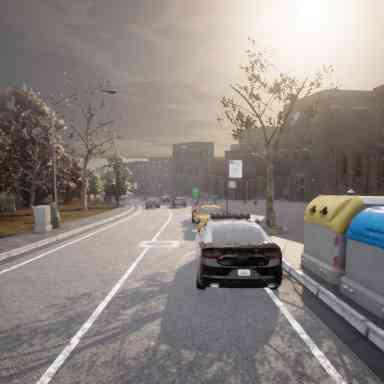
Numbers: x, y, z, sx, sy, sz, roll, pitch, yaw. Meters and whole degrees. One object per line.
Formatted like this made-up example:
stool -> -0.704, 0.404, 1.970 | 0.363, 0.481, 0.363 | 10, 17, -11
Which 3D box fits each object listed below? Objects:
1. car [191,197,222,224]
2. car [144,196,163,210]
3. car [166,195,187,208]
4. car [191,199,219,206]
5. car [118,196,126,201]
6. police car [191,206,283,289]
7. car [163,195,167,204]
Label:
car -> 1.010, 1.300, 25.201 | 2.097, 1.767, 4.553 | 0, 0, -1
car -> -5.023, 1.455, 42.561 | 1.837, 1.490, 4.892 | -1, 0, -8
car -> -1.951, 1.384, 46.905 | 2.128, 1.511, 4.902 | -1, 0, -10
car -> 1.025, 1.419, 19.368 | 1.801, 1.575, 5.366 | 0, 0, 0
car -> -18.945, 1.697, 87.889 | 2.033, 1.411, 5.357 | -3, 1, -26
police car -> 1.039, 1.408, 9.241 | 1.930, 1.638, 5.238 | 0, 0, 0
car -> -4.801, 1.386, 60.394 | 1.837, 1.490, 4.892 | -2, 0, -16
